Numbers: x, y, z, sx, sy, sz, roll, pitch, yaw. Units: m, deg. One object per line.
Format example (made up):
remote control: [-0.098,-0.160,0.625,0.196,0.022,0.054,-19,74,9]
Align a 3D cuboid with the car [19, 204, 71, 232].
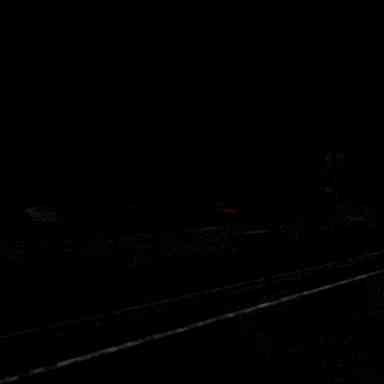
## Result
car: [-9.189,1.550,20.156,2.002,1.452,4.674,0,0,-36]

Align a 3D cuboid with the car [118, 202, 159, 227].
car: [-4.680,1.528,23.394,2.097,1.535,5.008,0,0,-36]

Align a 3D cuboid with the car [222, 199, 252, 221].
car: [2.201,1.555,28.082,1.946,1.575,5.366,0,0,-36]

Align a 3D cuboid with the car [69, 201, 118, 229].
car: [-6.952,1.394,21.799,2.185,1.767,4.553,0,0,-36]

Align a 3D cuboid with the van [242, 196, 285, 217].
van: [6.675,1.352,31.369,1.878,1.987,4.442,0,0,-36]

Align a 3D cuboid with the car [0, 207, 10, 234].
car: [-11.445,1.501,18.539,2.097,1.535,5.008,0,0,-36]

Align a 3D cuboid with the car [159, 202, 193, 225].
car: [-2.416,1.539,24.999,2.231,1.521,4.892,0,0,-36]

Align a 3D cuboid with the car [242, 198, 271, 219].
car: [4.334,1.598,29.874,2.163,1.488,4.792,0,0,-36]

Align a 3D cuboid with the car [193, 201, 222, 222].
car: [-0.181,1.577,26.642,2.163,1.488,4.792,0,0,-36]
